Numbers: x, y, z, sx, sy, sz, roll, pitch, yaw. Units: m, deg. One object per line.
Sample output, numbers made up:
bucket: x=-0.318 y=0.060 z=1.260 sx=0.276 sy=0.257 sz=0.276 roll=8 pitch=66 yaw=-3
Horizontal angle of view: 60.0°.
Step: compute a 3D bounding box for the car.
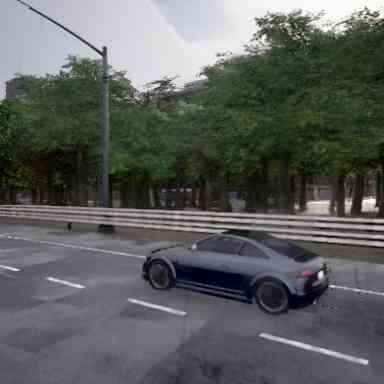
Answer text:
car: x=0.840 y=1.569 z=7.571 sx=4.181 sy=1.385 sz=1.994 roll=0 pitch=0 yaw=36
